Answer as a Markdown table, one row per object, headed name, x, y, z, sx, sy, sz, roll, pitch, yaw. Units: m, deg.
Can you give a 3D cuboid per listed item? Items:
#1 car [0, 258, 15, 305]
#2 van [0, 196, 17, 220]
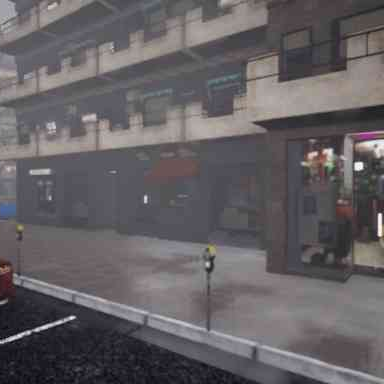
| name | x | y | z | sx | sy | sz | roll | pitch | yaw |
| --- | --- | --- | --- | --- | --- | --- | --- | --- | --- |
| car | -5.338 | 1.541 | 6.669 | 4.507 | 1.381 | 1.887 | 0 | 0 | 35 |
| van | -12.850 | 1.146 | 25.578 | 1.690 | 1.788 | 3.998 | 1 | 2 | 35 |
